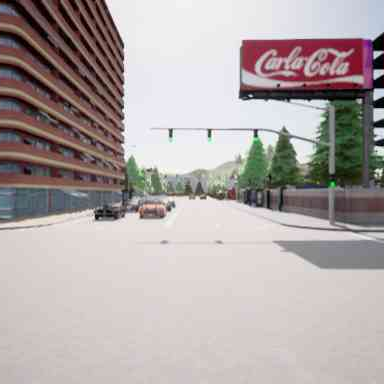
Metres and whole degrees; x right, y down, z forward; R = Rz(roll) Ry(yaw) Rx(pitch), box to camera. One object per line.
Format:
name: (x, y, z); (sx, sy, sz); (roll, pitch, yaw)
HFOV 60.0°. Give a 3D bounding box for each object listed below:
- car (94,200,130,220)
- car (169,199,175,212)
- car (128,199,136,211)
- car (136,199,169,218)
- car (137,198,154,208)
car: (-7.068, 1.681, 29.111); (1.895, 1.301, 4.718); (0, 0, 0)
car: (-3.551, 1.676, 40.802); (1.994, 1.385, 4.181); (0, 0, 0)
car: (-7.053, 1.600, 39.566); (2.128, 1.511, 4.902); (0, 0, 0)
car: (-3.565, 1.437, 30.959); (2.097, 1.767, 4.553); (0, 0, 0)
car: (-7.016, 1.701, 50.432); (1.994, 1.385, 4.181); (0, 0, 0)
